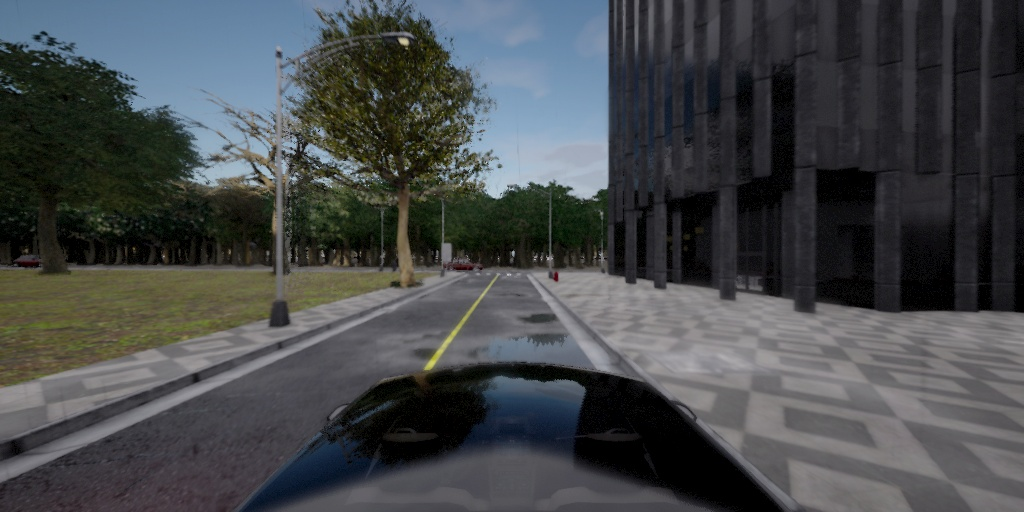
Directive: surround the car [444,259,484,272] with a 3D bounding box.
[{"bbox_3d":[-6.109,1.204,45.414,5.008,1.535,1.882,0,0,0],"label":"car"}]
